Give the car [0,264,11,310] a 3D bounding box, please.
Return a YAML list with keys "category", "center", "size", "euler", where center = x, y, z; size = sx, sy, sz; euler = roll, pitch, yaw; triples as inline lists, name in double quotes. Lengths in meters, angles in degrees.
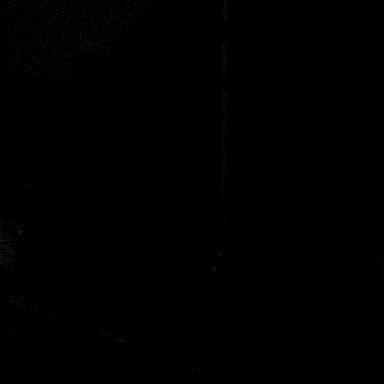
- category: "car"
  center: [-5.249, 1.636, 6.542]
  size: [4.313, 1.339, 1.947]
  euler: [-1, 1, 36]
